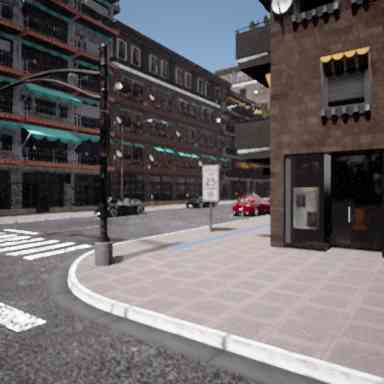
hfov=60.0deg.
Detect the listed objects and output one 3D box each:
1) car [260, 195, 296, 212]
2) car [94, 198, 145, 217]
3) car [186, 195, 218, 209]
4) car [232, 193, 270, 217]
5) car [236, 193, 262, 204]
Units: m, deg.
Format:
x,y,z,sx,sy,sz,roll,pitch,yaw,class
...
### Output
x,y,z,sx,sy,sz,roll,pitch,yaw,class
7.923,1.002,30.250,1.802,1.307,4.206,1,2,35,car
-5.537,1.153,25.938,1.947,1.339,4.313,1,2,35,car
1.096,0.971,35.119,1.947,1.339,4.313,1,2,35,car
4.718,1.056,25.583,1.887,1.381,4.507,1,2,35,car
7.623,0.805,44.366,1.802,1.307,4.206,1,2,35,car
